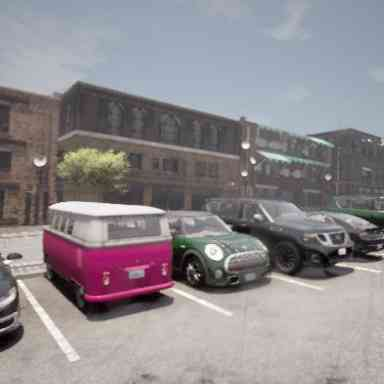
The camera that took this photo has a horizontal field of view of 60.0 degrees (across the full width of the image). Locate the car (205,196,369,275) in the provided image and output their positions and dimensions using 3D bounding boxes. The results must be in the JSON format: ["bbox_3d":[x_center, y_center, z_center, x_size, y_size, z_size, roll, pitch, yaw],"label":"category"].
[{"bbox_3d":[2.371,1.228,11.045,2.435,2.045,5.566,0,0,-35],"label":"car"}]

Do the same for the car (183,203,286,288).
[{"bbox_3d":[0.055,1.352,9.468,2.185,1.767,4.553,0,0,-36],"label":"car"}]

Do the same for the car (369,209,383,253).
[{"bbox_3d":[4.643,1.483,12.690,2.231,1.521,4.892,0,0,-35],"label":"car"}]

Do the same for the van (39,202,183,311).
[{"bbox_3d":[-2.277,1.253,7.909,1.878,1.987,4.442,0,0,-36],"label":"van"}]

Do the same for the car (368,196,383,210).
[{"bbox_3d":[9.223,1.249,15.922,2.435,2.045,5.566,0,0,-35],"label":"car"}]

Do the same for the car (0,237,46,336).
[{"bbox_3d":[-4.495,1.481,6.191,2.231,1.521,4.892,0,0,-36],"label":"car"}]
